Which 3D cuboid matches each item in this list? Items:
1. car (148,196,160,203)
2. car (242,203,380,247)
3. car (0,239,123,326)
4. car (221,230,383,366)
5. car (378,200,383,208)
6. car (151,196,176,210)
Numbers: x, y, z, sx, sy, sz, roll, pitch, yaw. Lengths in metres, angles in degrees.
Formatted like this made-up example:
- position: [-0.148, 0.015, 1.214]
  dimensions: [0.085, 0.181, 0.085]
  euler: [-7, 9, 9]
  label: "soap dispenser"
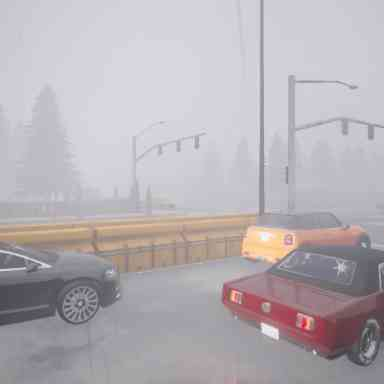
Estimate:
- position: [-8.038, 1.514, 70.183]
  dimensions: [2.033, 1.411, 5.357]
  euler: [0, 0, -2]
  label: "car"
- position: [3.815, 1.352, 10.781]
  dimensions: [4.553, 1.767, 2.097]
  euler: [0, 0, -36]
  label: "car"
- position: [-3.597, 1.492, 5.472]
  dimensions: [4.902, 1.511, 2.128]
  euler: [0, 0, -36]
  label: "car"
- position: [2.868, 1.601, 5.800]
  dimensions: [4.718, 1.301, 1.895]
  euler: [0, 0, -36]
  label: "car"
- position: [26.667, 1.547, 44.579]
  dimensions: [5.357, 1.411, 2.033]
  euler: [0, 0, -36]
  label: "car"
- position: [-3.984, 1.478, 43.460]
  dimensions: [1.882, 1.535, 5.008]
  euler: [0, 0, -36]
  label: "car"
